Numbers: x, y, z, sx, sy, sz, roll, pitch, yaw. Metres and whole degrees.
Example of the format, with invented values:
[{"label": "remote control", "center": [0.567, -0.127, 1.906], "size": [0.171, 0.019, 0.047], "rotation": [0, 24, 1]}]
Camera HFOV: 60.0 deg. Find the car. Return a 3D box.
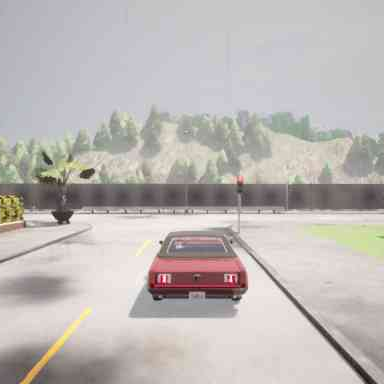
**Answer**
[{"label": "car", "center": [0.101, 1.601, 8.279], "size": [1.895, 1.301, 4.718], "rotation": [0, 0, 0]}]
